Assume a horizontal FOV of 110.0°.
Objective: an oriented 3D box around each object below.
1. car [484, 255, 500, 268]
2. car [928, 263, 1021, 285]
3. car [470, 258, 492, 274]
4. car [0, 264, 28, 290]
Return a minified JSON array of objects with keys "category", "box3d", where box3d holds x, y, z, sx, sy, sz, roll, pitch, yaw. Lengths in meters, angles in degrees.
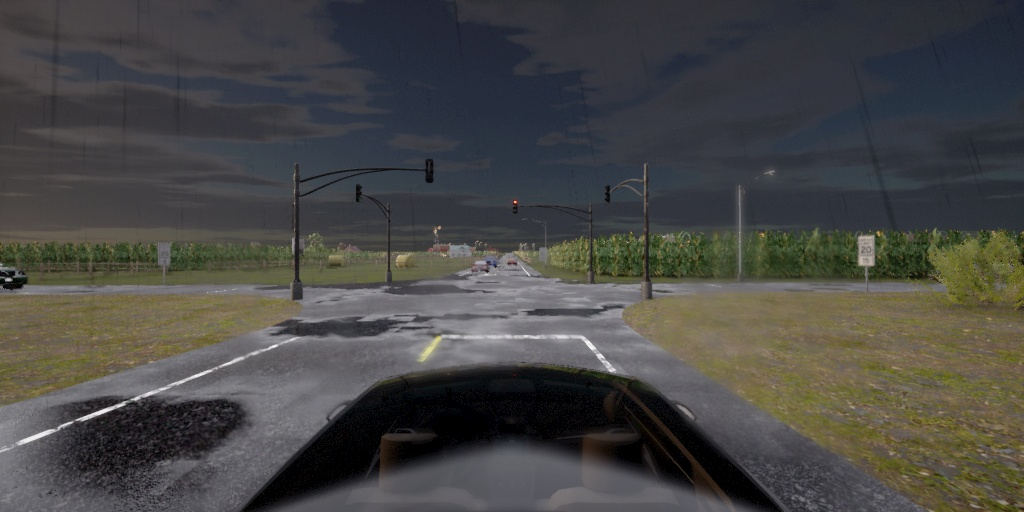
[{"category":"car","box3d":[-3.590,0.906,58.244,2.150,2.045,5.566,0,1,-1]},{"category":"car","box3d":[31.358,1.199,23.977,5.357,1.411,2.033,0,0,0]},{"category":"car","box3d":[-3.601,1.247,41.552,1.812,1.442,4.674,0,0,0]},{"category":"car","box3d":[-31.573,1.024,20.537,5.566,2.045,2.150,0,0,0]}]
